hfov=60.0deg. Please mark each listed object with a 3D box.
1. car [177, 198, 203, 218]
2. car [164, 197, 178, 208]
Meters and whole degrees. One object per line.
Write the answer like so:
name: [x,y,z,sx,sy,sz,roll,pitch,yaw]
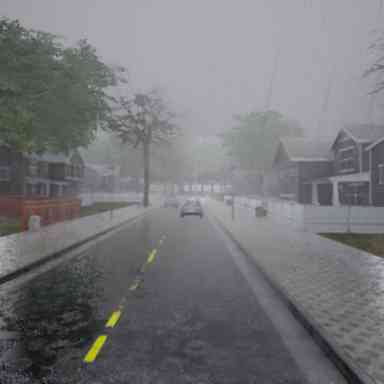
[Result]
car: [0.020,1.498,29.751,1.994,1.385,4.181,0,0,1]
car: [-2.744,1.440,45.224,2.033,1.411,5.357,0,0,0]
